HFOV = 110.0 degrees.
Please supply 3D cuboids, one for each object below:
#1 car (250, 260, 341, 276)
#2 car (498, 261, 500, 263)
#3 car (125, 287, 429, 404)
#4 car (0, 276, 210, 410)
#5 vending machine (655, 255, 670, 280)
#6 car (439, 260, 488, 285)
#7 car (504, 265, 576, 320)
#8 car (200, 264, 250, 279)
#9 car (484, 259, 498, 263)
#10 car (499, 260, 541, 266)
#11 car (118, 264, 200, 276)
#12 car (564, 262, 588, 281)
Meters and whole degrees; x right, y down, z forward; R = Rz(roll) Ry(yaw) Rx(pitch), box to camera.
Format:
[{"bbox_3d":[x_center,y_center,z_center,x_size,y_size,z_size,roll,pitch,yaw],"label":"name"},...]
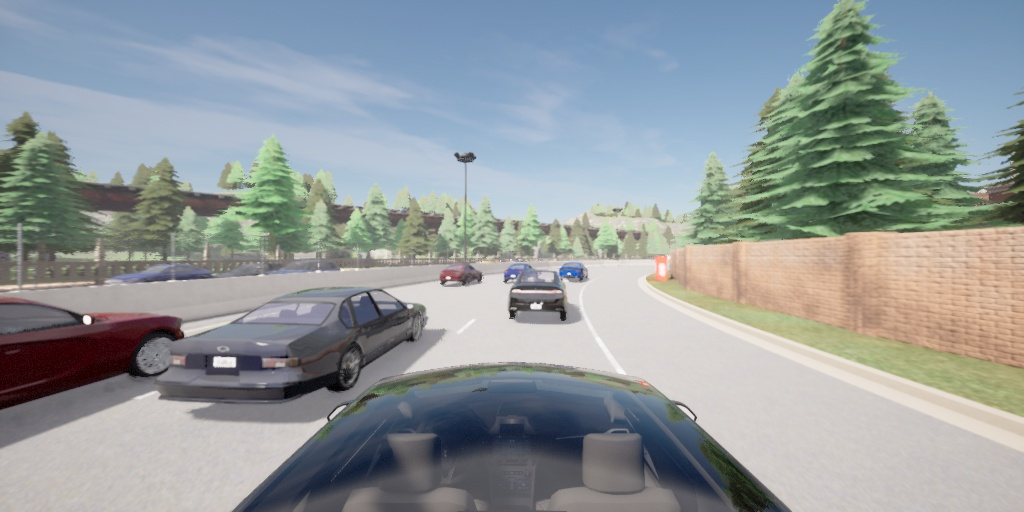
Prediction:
[{"bbox_3d":[-12.003,1.042,20.670,2.097,1.767,4.553,0,0,12],"label":"car"},{"bbox_3d":[0.131,1.302,59.381,1.994,1.385,4.181,0,0,33],"label":"car"},{"bbox_3d":[-3.175,1.282,6.679,2.033,1.411,5.357,0,0,4],"label":"car"},{"bbox_3d":[-6.738,1.196,4.266,1.882,1.535,5.008,0,0,2],"label":"car"},{"bbox_3d":[11.887,0.995,28.552,1.100,2.100,0.880,0,0,20],"label":"vending machine"},{"bbox_3d":[-3.544,1.254,25.484,1.812,1.442,4.674,0,0,15],"label":"car"},{"bbox_3d":[0.988,1.244,12.706,2.128,1.511,4.902,0,0,7],"label":"car"},{"bbox_3d":[-15.378,1.179,21.664,1.837,1.490,4.892,0,0,11],"label":"car"},{"bbox_3d":[-3.973,1.198,59.470,1.882,1.535,5.008,0,0,33],"label":"car"},{"bbox_3d":[0.731,1.274,27.724,1.812,1.442,4.674,0,0,17],"label":"car"},{"bbox_3d":[-19.278,1.183,19.968,1.812,1.442,4.674,0,0,11],"label":"car"},{"bbox_3d":[5.271,1.246,30.372,1.882,1.535,5.008,0,0,19],"label":"car"}]
